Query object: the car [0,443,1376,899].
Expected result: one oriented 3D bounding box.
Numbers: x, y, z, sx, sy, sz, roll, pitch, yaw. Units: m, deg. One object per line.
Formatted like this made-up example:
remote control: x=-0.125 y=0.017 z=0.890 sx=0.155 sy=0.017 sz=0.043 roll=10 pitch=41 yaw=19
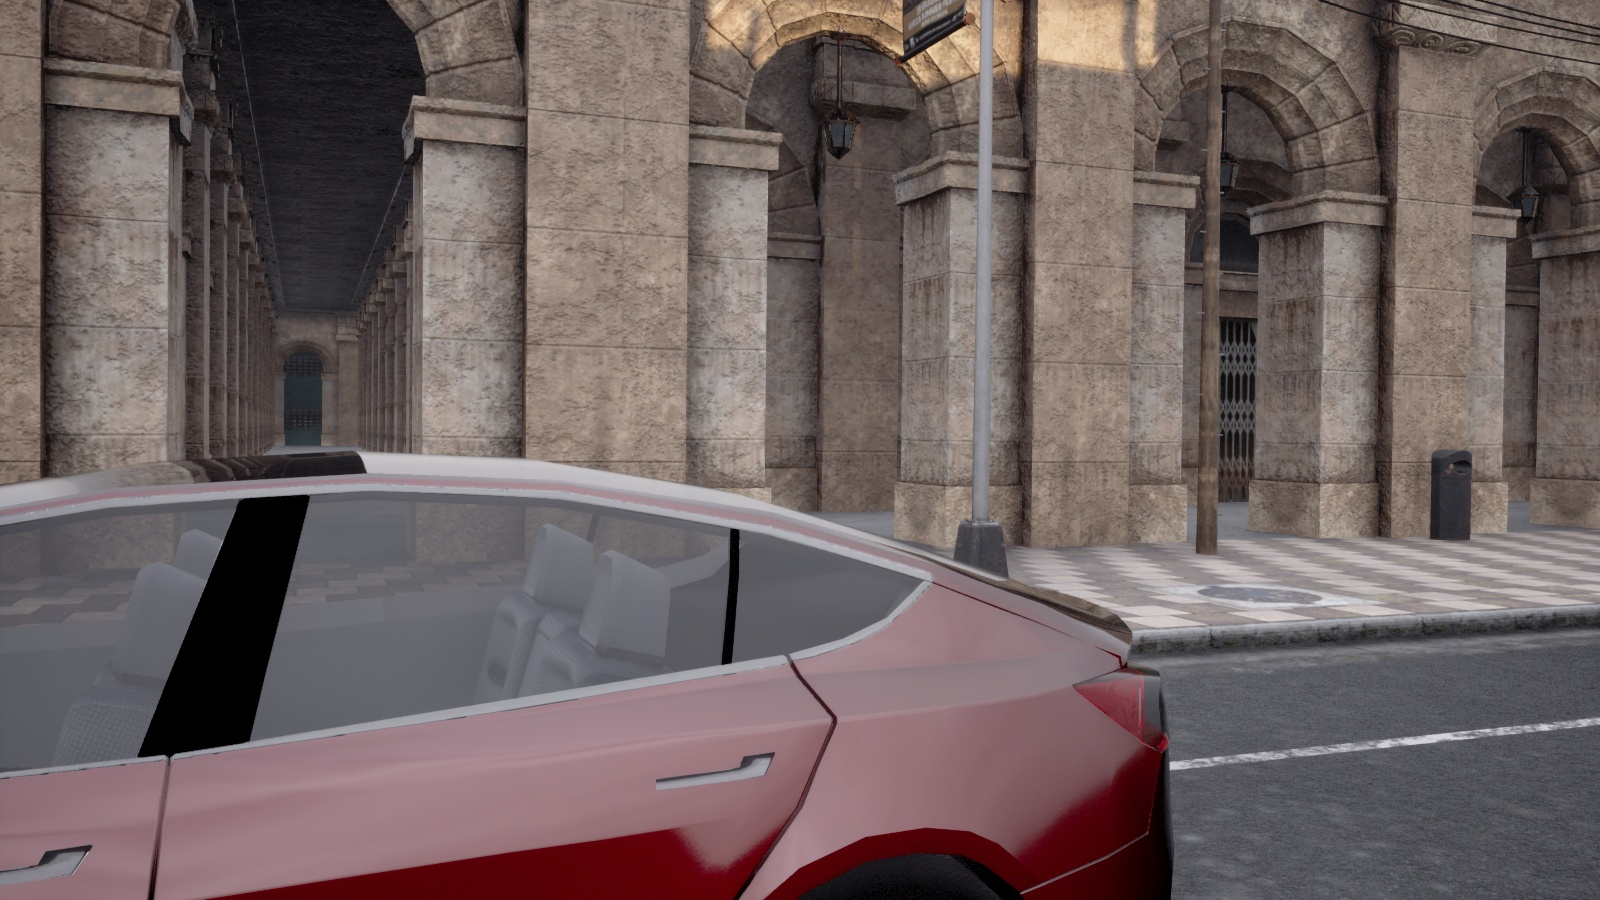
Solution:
car: x=-1.450 y=0.769 z=2.707 sx=4.792 sy=1.488 sz=2.163 roll=-1 pitch=1 yaw=-21
